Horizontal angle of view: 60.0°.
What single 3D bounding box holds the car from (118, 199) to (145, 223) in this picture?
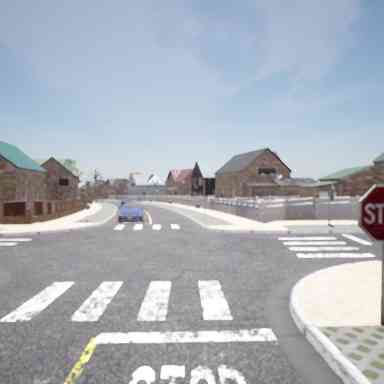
[{"bbox_3d":[-4.652,1.537,25.679,1.812,1.442,4.674,0,0,-7],"label":"car"}]
